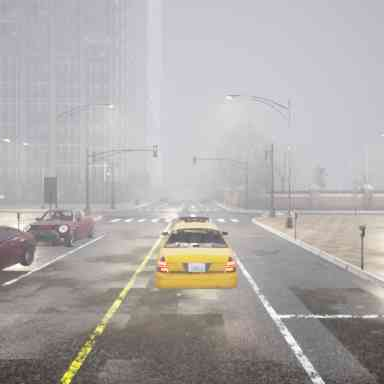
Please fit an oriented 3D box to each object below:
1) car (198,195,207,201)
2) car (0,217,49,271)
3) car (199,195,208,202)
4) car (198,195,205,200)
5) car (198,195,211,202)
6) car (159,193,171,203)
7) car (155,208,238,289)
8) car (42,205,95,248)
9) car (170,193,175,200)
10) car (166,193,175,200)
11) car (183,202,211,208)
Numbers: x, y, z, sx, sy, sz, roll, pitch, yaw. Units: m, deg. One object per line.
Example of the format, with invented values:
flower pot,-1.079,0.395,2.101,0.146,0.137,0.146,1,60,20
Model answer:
car,2.603,1.448,80.280,2.008,1.369,4.403,0,0,0
car,-5.700,1.579,8.879,1.802,1.307,4.206,0,0,0
car,2.609,1.454,74.720,1.887,1.381,4.507,0,0,0
car,2.592,1.411,91.402,1.887,1.381,4.507,0,0,0
car,2.682,1.492,63.605,1.947,1.339,4.313,0,0,0
car,-5.911,1.485,69.095,1.947,1.339,4.313,0,0,0
car,0.089,1.454,9.081,1.801,1.575,5.366,0,0,0
car,-5.706,1.433,14.572,1.967,1.590,4.097,0,0,0
car,-5.928,1.323,85.779,1.967,1.590,4.097,0,0,0
car,-5.933,1.181,91.337,2.192,1.841,5.009,0,0,0
car,0.095,1.535,19.344,2.033,1.411,5.357,0,0,0
